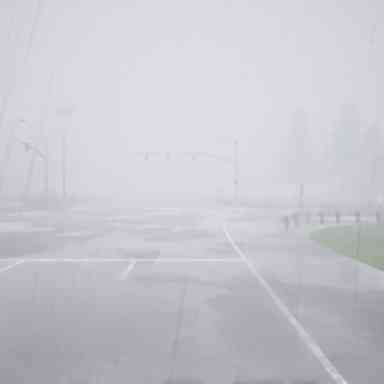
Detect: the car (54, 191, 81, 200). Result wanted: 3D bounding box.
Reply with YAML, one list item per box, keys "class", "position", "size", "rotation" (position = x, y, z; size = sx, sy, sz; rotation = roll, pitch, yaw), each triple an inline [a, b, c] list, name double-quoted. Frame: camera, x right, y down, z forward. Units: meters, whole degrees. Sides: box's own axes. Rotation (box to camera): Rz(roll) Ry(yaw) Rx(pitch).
- class: "car"
  position: [-21.249, 1.004, 57.039]
  size: [1.895, 1.301, 4.718]
  rotation: [0, 1, 0]

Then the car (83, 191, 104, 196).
- class: "car"
  position: [-21.304, 0.777, 72.304]
  size: [2.033, 1.411, 5.357]
  rotation: [0, 1, 0]

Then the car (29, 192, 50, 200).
- class: "car"
  position: [-31.751, 0.793, 69.420]
  size: [2.128, 1.511, 4.902]
  rotation: [0, 1, 0]

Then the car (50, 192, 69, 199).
- class: "car"
  position: [-28.286, 0.790, 71.106]
  size: [2.033, 1.411, 5.357]
  rotation: [0, 1, 0]

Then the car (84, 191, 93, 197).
- class: "car"
  position: [-27.059, 0.555, 87.025]
  size: [1.882, 1.535, 5.008]
  rotation: [0, 1, -14]

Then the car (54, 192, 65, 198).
- class: "car"
  position: [-33.566, 0.700, 84.302]
  size: [1.895, 1.301, 4.718]
  rotation: [0, 1, -14]

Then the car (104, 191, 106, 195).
- class: "car"
  position: [-23.560, 0.549, 87.530]
  size: [1.882, 1.535, 5.008]
  rotation: [0, 1, -14]

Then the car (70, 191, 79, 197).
- class: "car"
  position: [-30.440, 0.587, 86.131]
  size: [1.837, 1.490, 4.892]
  rotation: [0, 1, -14]

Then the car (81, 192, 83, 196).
- class: "car"
  position: [-24.805, 0.763, 72.231]
  size: [2.128, 1.511, 4.902]
  rotation: [0, 1, 0]

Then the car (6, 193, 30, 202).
- class: "car"
  position: [-28.238, 0.910, 55.631]
  size: [2.128, 1.511, 4.902]
  rotation: [0, 1, 0]

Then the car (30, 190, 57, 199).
- class: "car"
  position: [-24.741, 0.631, 56.694]
  size: [2.150, 2.045, 5.566]
  rotation: [0, 0, 0]

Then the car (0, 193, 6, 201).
- class: "car"
  position: [-31.731, 0.955, 54.561]
  size: [1.812, 1.442, 4.674]
  rotation: [0, 1, 0]
